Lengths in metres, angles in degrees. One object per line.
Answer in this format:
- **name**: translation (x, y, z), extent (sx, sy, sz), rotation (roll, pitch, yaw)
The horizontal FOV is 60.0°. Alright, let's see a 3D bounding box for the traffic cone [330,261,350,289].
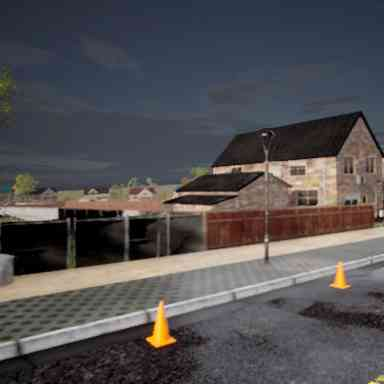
- **traffic cone**: translation (3.562, 1.963, 7.983), extent (0.340, 0.580, 0.340), rotation (0, 0, -36)

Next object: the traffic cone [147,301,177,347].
- **traffic cone**: translation (-0.461, 1.959, 5.049), extent (0.340, 0.580, 0.340), rotation (0, 0, -36)
